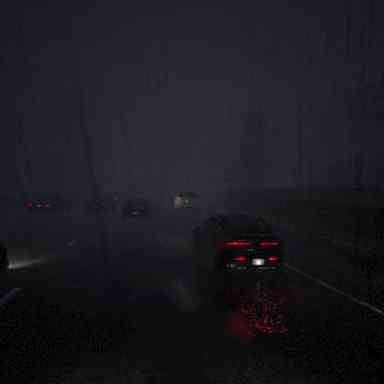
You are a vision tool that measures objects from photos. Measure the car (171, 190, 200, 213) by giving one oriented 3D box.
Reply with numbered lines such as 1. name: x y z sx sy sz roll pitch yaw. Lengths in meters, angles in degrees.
1. car: -0.465 0.835 31.502 2.150 2.045 5.566 1 1 0

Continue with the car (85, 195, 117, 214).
1. car: -7.383 0.965 27.724 1.882 1.535 5.008 1 1 -2

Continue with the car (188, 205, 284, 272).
1. car: 1.226 1.409 10.460 1.837 1.490 4.892 1 1 -9

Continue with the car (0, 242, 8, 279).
1. car: -5.165 1.359 6.371 1.994 1.385 4.181 1 1 -11

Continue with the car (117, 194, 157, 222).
1. car: -3.674 1.113 23.022 1.882 1.535 5.008 1 1 -4

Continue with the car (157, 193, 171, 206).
1. car: -3.614 0.922 40.454 2.128 1.511 4.902 1 1 4

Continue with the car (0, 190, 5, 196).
1. car: -24.744 0.414 42.147 1.812 1.442 4.674 1 0 4

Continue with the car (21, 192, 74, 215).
1. car: -10.879 0.970 25.911 2.033 1.411 5.357 1 1 -2

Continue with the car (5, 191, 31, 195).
1. car: -21.212 0.570 42.605 1.895 1.301 4.718 1 1 4
